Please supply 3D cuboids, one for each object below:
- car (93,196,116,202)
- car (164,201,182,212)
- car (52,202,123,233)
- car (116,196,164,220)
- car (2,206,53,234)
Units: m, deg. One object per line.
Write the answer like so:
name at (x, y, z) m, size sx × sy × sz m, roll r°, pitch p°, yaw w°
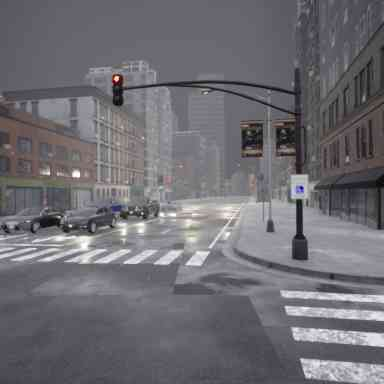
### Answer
car at (-7.901, 1.419, 30.555) m, size 2.150 × 2.045 × 5.566 m, roll -1°, pitch 0°, yaw 10°
car at (-2.583, 1.786, 41.766) m, size 1.895 × 1.301 × 4.718 m, roll -1°, pitch 0°, yaw 11°
car at (-6.326, 1.645, 20.854) m, size 1.837 × 1.490 × 4.892 m, roll -1°, pitch 0°, yaw 10°
car at (-4.593, 1.379, 30.569) m, size 2.150 × 2.045 × 5.566 m, roll -1°, pitch 0°, yaw 11°
car at (-9.671, 1.672, 20.841) m, size 2.128 × 1.511 × 4.902 m, roll -1°, pitch 0°, yaw 8°
